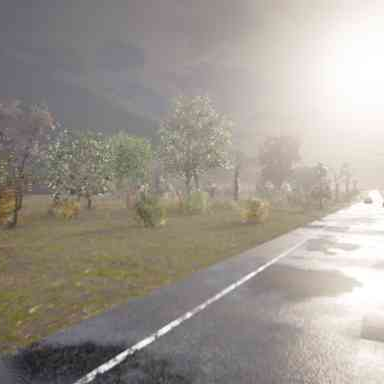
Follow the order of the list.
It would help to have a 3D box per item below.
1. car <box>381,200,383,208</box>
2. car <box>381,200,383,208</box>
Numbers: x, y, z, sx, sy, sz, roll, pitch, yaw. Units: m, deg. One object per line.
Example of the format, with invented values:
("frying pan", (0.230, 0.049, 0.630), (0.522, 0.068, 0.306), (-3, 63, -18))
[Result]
("car", (29.601, 2.086, 49.304), (1.994, 1.385, 4.181), (0, -1, 29))
("car", (37.453, 2.211, 63.865), (2.033, 1.411, 5.357), (0, -1, 29))
